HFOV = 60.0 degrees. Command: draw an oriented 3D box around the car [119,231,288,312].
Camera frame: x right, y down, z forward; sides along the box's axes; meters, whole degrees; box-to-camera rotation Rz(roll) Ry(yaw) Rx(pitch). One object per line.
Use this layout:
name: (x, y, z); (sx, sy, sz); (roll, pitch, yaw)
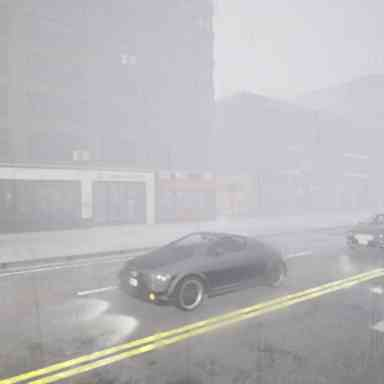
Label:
car: (0.396, 1.669, 8.010); (4.181, 1.385, 1.994); (0, -1, -37)

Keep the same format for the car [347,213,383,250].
car: (8.463, 1.658, 14.131); (4.902, 1.511, 2.128); (0, -1, -37)
